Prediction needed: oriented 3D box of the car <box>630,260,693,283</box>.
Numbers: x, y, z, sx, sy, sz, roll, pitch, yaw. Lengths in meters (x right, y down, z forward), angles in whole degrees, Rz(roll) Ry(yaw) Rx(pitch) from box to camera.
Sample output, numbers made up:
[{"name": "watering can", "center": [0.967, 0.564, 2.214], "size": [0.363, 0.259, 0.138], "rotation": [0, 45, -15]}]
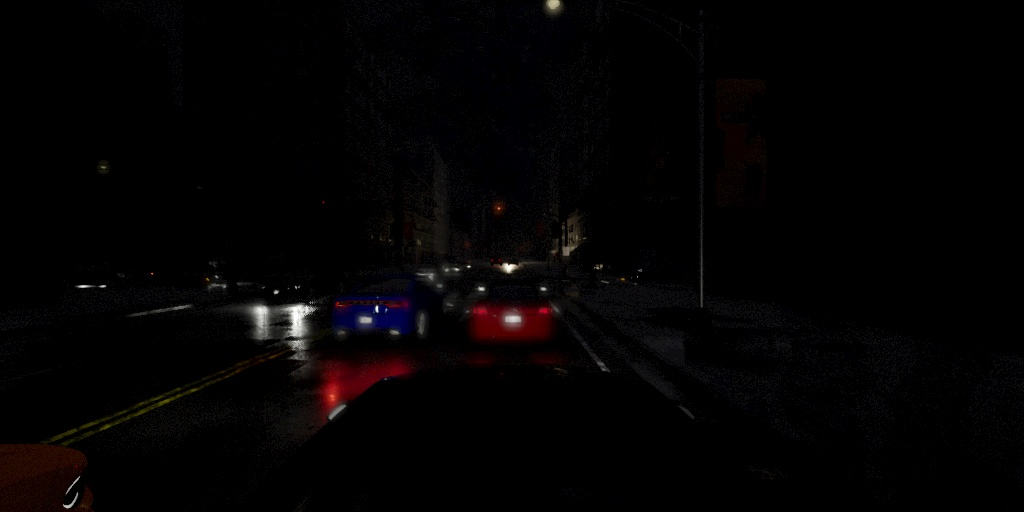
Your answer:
[{"name": "car", "center": [11.629, 1.136, 28.037], "size": [4.553, 1.767, 2.097], "rotation": [0, 0, 2]}]

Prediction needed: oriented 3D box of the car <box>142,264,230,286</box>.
[{"name": "car", "center": [-22.526, 1.304, 24.991], "size": [4.181, 1.385, 1.994], "rotation": [0, 0, 1]}]

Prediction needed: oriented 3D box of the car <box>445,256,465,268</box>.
[{"name": "car", "center": [-9.657, 0.960, 59.215], "size": [2.150, 2.045, 5.566], "rotation": [0, 0, 0]}]

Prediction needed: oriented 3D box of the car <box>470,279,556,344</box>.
[{"name": "car", "center": [0.028, 1.313, 9.623], "size": [1.994, 1.385, 4.181], "rotation": [0, 0, 0]}]

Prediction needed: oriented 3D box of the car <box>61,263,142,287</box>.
[{"name": "car", "center": [-25.353, 1.169, 22.473], "size": [4.097, 1.591, 1.967], "rotation": [0, 0, 0]}]

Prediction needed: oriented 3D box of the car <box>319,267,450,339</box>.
[{"name": "car", "center": [-3.123, 1.227, 10.151], "size": [1.882, 1.535, 5.008], "rotation": [0, 0, 0]}]

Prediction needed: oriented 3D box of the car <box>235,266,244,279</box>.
[{"name": "car", "center": [-25.286, 1.326, 30.497], "size": [4.313, 1.339, 1.948], "rotation": [0, 0, 0]}]

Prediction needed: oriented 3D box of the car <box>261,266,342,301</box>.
[{"name": "car", "center": [-9.803, 1.252, 17.328], "size": [1.837, 1.490, 4.892], "rotation": [0, 0, 0]}]

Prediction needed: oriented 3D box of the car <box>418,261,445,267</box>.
[{"name": "car", "center": [-9.720, 1.290, 42.477], "size": [2.033, 1.411, 5.357], "rotation": [0, 0, 0]}]
